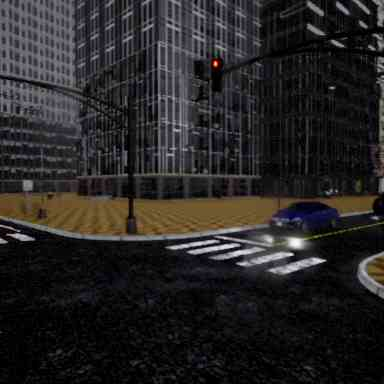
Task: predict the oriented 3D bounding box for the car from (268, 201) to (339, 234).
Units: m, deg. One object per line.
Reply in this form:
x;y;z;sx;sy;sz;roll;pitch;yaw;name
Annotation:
5.914;1.217;17.255;4.674;1.442;1.812;-1;2;-40;car

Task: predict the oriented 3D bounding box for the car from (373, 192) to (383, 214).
16.646;0.719;26.873;5.566;2.045;2.150;-2;3;-42;car
